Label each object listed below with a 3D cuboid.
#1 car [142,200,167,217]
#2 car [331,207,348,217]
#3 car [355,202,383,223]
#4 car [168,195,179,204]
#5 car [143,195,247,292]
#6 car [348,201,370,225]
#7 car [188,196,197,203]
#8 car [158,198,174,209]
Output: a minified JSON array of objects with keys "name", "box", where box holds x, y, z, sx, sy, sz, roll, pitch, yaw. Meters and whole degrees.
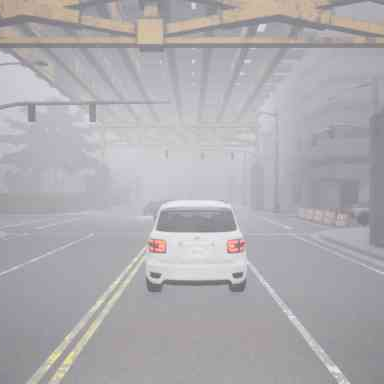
[{"name":"car","box":[-3.590,1.564,32.546,1.994,1.385,4.181,0,0,0]},{"name":"car","box":[13.645,1.295,26.237,4.536,1.218,1.853,0,0,25]},{"name":"car","box":[13.318,1.295,22.118,4.536,1.218,1.853,0,0,-20]},{"name":"car","box":[-3.478,1.396,63.697,1.882,1.535,5.008,0,0,0]},{"name":"car","box":[0.082,1.221,9.051,2.150,2.045,5.566,0,0,0]},{"name":"car","box":[13.270,1.453,22.100,4.974,1.542,2.038,0,0,-20]},{"name":"car","box":[0.124,1.525,68.171,1.812,1.442,4.674,0,0,0]},{"name":"car","box":[-3.578,1.564,47.043,1.994,1.385,4.181,0,0,0]}]
